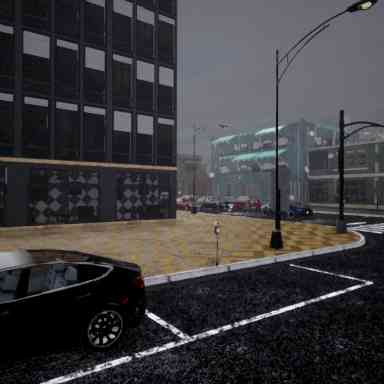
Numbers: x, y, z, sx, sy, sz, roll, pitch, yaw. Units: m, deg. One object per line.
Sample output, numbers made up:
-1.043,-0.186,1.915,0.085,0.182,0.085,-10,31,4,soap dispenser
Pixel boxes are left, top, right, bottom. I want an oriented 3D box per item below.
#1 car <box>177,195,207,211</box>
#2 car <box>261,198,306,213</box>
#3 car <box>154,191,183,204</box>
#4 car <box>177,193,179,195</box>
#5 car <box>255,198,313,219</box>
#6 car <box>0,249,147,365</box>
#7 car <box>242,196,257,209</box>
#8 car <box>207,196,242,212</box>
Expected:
-0.728,1.231,33.712,1.802,1.307,4.206,1,0,-36,car
9.311,1.340,34.189,1.802,1.307,4.206,1,0,-36,car
-3.794,0.794,52.085,2.192,1.841,5.009,1,0,-36,car
-3.099,1.131,41.329,1.994,1.385,4.181,0,1,-36,car
7.561,1.355,26.762,1.994,1.385,4.181,0,1,-36,car
-2.715,1.566,4.618,4.313,1.339,1.947,0,0,-35,car
6.035,1.130,38.665,1.967,1.590,4.097,1,0,-36,car
2.324,1.173,33.918,2.128,1.511,4.902,0,1,-36,car
